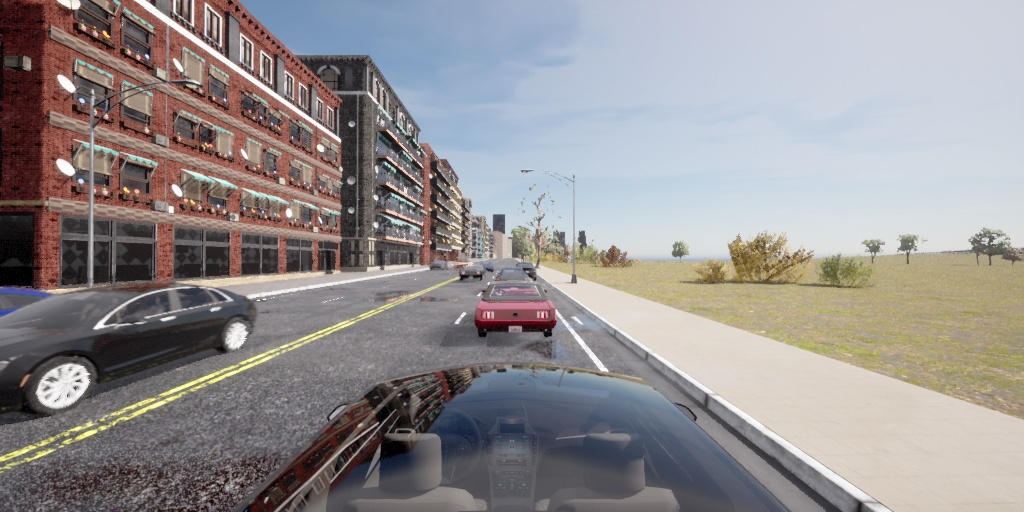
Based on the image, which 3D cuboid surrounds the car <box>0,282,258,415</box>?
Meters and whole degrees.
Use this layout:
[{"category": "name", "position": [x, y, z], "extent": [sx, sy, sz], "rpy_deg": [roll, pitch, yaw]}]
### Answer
[{"category": "car", "position": [-6.614, 1.255, 6.043], "extent": [1.837, 1.490, 4.892], "rpy_deg": [0, 0, 0]}]

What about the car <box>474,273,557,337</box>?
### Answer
[{"category": "car", "position": [0.074, 1.352, 10.246], "extent": [1.895, 1.301, 4.718], "rpy_deg": [0, 0, 0]}]

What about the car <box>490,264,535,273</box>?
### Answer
[{"category": "car", "position": [0.034, 1.317, 20.277], "extent": [1.994, 1.385, 4.181], "rpy_deg": [0, 0, 0]}]

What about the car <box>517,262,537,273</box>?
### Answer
[{"category": "car", "position": [1.049, 1.259, 30.270], "extent": [1.837, 1.490, 4.892], "rpy_deg": [0, 0, 0]}]

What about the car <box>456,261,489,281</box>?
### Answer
[{"category": "car", "position": [-3.239, 1.354, 30.371], "extent": [1.895, 1.301, 4.718], "rpy_deg": [0, 0, 0]}]

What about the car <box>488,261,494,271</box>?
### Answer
[{"category": "car", "position": [-3.280, 1.317, 45.196], "extent": [1.994, 1.385, 4.181], "rpy_deg": [0, 0, -1]}]

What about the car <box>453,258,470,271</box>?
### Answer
[{"category": "car", "position": [-6.744, 1.105, 49.291], "extent": [2.097, 1.767, 4.553], "rpy_deg": [0, 0, 0]}]

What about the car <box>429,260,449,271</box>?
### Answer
[{"category": "car", "position": [-9.997, 1.300, 49.475], "extent": [2.033, 1.411, 5.357], "rpy_deg": [0, 0, 0]}]

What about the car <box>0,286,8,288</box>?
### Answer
[{"category": "car", "position": [-9.864, 1.276, 6.008], "extent": [1.812, 1.442, 4.674], "rpy_deg": [0, 0, 0]}]
